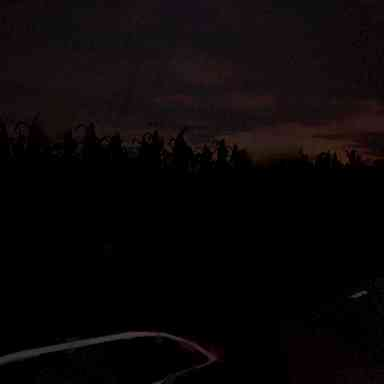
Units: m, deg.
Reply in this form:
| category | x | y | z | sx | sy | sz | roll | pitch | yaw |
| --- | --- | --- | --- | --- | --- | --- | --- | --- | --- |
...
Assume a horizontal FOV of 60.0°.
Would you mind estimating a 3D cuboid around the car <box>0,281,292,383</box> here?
| category | x | y | z | sx | sy | sz | roll | pitch | yaw |
| --- | --- | --- | --- | --- | --- | --- | --- | --- | --- |
| car | -1.446 | 1.492 | 2.039 | 4.902 | 1.511 | 2.128 | 0 | 0 | -36 |
